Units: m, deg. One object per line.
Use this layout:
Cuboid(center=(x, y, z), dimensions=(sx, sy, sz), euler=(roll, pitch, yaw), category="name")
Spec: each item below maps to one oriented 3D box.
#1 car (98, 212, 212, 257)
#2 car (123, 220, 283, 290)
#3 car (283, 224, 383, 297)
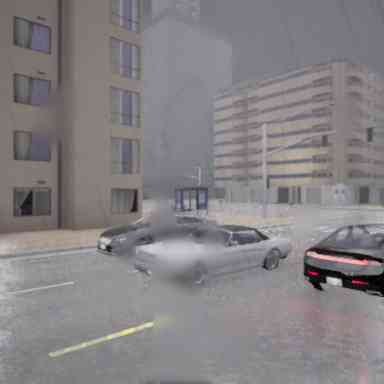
Cuboid(center=(-1.039, 1.523, 12.448), dimensions=(4.902, 1.511, 2.128), euler=(0, 0, -40), category="car")
Cuboid(center=(0.711, 1.625, 9.347), dimensions=(4.718, 1.301, 1.895), euler=(0, 0, -40), category="car")
Cuboid(center=(4.585, 1.512, 7.951), dimensions=(4.902, 1.511, 2.128), euler=(0, 0, -40), category="car")
